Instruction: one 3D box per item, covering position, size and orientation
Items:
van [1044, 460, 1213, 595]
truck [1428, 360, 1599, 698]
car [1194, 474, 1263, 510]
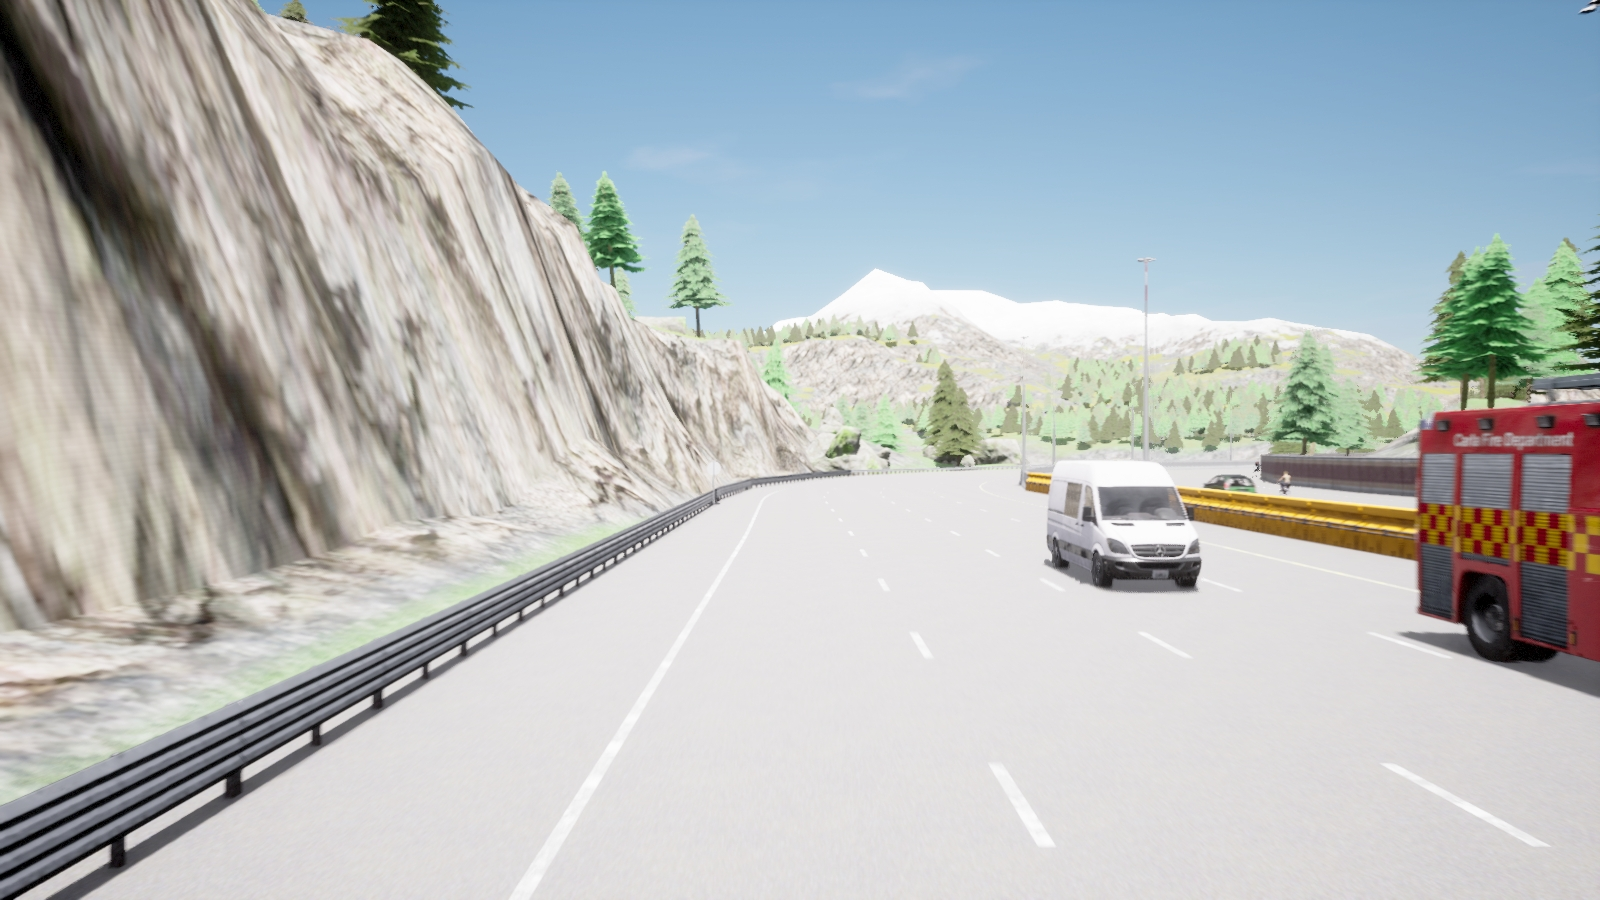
[{"bbox_3d":[6.991,1.534,25.079,1.988,2.561,5.915,0,0,0],"label":"van"},{"bbox_3d":[10.501,0.890,12.242,2.891,3.827,8.468,0,0,0],"label":"truck"},{"bbox_3d":[20.754,1.998,55.519,1.851,1.617,3.988,0,0,-1],"label":"car"}]
